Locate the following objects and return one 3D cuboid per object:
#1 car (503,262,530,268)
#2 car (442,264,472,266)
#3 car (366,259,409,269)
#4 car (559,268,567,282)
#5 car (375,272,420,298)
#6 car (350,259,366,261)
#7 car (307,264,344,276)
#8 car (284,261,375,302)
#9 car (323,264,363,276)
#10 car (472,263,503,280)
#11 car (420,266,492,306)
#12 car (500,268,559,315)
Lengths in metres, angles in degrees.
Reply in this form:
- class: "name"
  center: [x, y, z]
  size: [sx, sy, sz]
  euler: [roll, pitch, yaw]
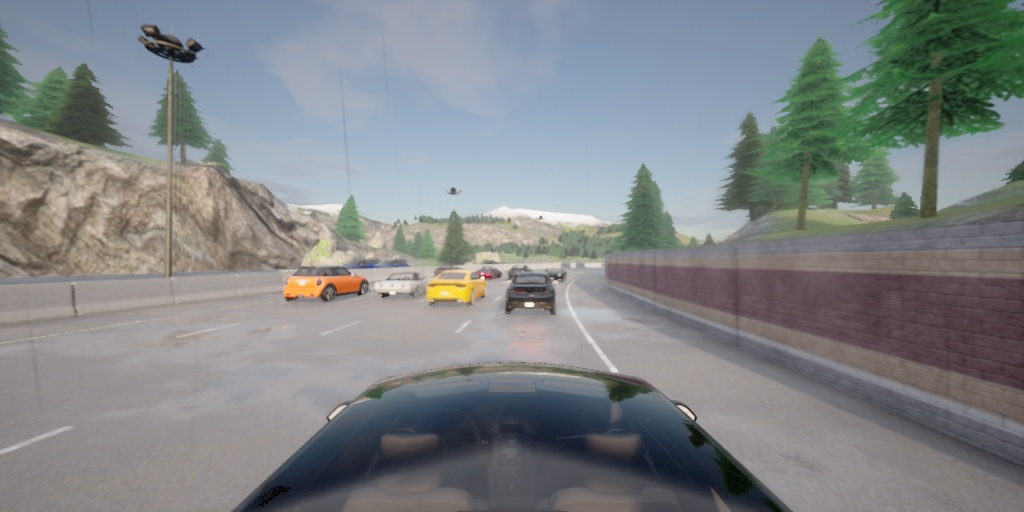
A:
- class: "car"
  center: [0.959, 1.632, 35.311]
  size: [2.128, 1.511, 4.902]
  euler: [0, -1, 14]
- class: "car"
  center: [-6.108, 1.632, 35.876]
  size: [2.128, 1.511, 4.902]
  euler: [0, -1, 14]
- class: "car"
  center: [-14.931, 1.450, 44.250]
  size: [2.150, 2.045, 5.566]
  euler: [0, -1, 16]
- class: "car"
  center: [4.069, 1.723, 33.431]
  size: [1.895, 1.301, 4.718]
  euler: [0, -1, 14]
- class: "car"
  center: [-5.611, 1.557, 19.960]
  size: [1.895, 1.301, 4.718]
  euler: [0, -1, 7]
- class: "car"
  center: [-18.720, 1.438, 43.752]
  size: [2.150, 2.045, 5.566]
  euler: [0, 0, 16]
- class: "car"
  center: [-24.796, 1.824, 47.744]
  size: [1.994, 1.385, 4.181]
  euler: [0, -1, 16]
- class: "car"
  center: [-9.292, 1.286, 18.407]
  size: [2.097, 1.767, 4.553]
  euler: [0, -1, 7]
- class: "car"
  center: [-21.624, 1.751, 46.167]
  size: [1.837, 1.490, 4.892]
  euler: [0, -1, 16]
- class: "car"
  center: [-2.361, 1.714, 36.384]
  size: [1.994, 1.385, 4.181]
  euler: [0, -1, 14]
- class: "car"
  center: [-2.439, 1.402, 16.971]
  size: [1.882, 1.535, 5.008]
  euler: [0, -1, 6]
- class: "car"
  center: [0.818, 1.406, 14.524]
  size: [1.837, 1.490, 4.892]
  euler: [0, 0, 5]
